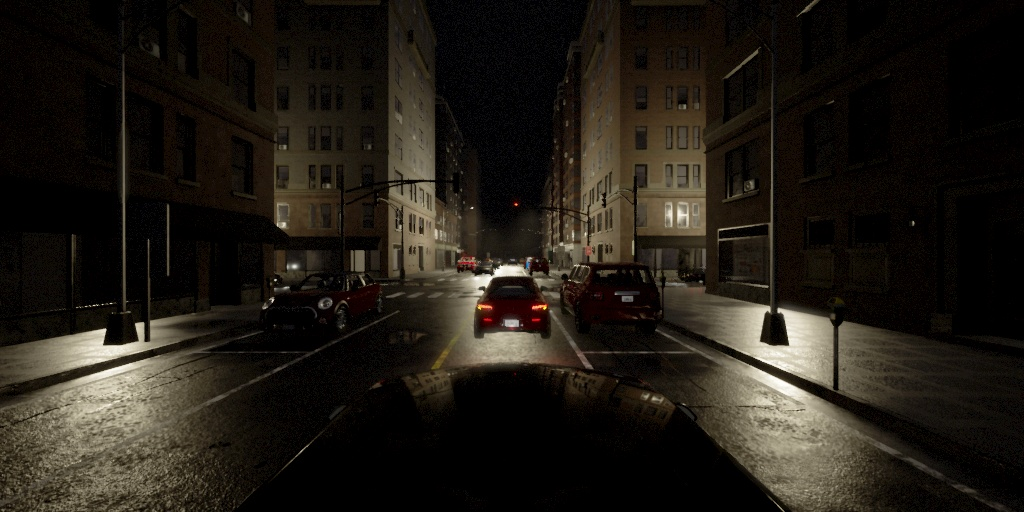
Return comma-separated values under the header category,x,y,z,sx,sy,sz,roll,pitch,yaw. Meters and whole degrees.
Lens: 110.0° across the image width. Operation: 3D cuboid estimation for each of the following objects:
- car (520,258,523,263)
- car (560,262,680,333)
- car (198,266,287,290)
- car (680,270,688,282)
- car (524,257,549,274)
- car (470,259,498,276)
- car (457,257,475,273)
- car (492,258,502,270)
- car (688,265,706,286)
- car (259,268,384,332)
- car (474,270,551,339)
category,x,y,z,sx,sy,sz,roll,pitch,yaw
car,2.784,1.061,54.172,2.192,1.841,5.009,0,0,0
car,2.652,1.064,10.604,2.192,1.841,5.009,0,0,0
car,-17.077,1.362,22.858,4.181,1.385,1.994,0,0,0
car,14.289,1.271,25.679,4.181,1.385,1.994,0,0,-1
car,2.766,1.063,37.660,2.192,1.841,5.009,0,0,0
car,-2.741,1.296,36.058,2.033,1.411,5.357,0,0,-2
car,-5.342,1.062,43.178,2.192,1.841,5.009,0,0,0
car,-2.755,1.348,51.135,1.895,1.301,4.718,0,0,0
car,14.108,1.309,22.626,4.718,1.301,1.895,0,0,-1
car,-5.373,1.190,10.619,1.967,1.591,4.097,0,0,0
car,0.021,1.276,9.960,1.812,1.442,4.674,0,0,1
